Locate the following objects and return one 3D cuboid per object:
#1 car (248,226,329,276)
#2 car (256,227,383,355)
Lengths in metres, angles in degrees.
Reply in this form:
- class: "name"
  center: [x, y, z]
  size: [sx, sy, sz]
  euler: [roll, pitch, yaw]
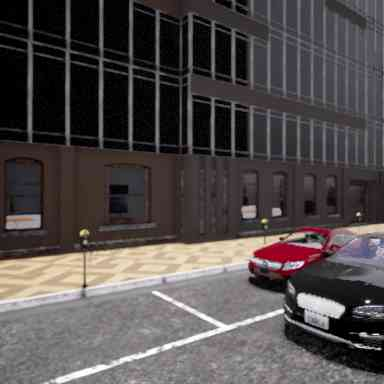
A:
- class: "car"
  center: [3.401, 1.614, 9.004]
  size: [4.206, 1.307, 1.802]
  euler: [0, 0, -36]
- class: "car"
  center: [3.714, 1.518, 6.042]
  size: [4.902, 1.511, 2.128]
  euler: [0, 0, -36]
